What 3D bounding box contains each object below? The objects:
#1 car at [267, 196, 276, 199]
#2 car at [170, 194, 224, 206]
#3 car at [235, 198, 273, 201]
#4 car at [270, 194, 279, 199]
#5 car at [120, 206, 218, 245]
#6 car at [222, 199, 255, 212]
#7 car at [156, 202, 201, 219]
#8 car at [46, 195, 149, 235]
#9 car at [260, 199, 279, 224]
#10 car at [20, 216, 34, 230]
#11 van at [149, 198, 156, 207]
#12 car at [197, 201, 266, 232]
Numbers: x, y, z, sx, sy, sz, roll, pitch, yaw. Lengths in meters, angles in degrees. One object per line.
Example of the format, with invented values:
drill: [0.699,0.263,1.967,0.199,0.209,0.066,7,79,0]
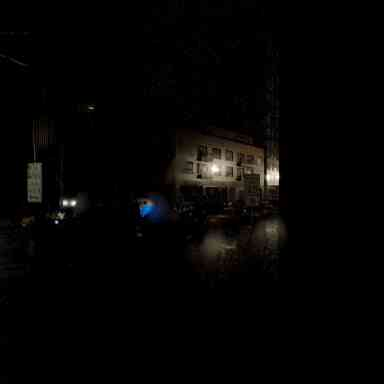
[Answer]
car: [8.835,1.544,43.502,1.947,1.339,4.313,0,0,36]
car: [0.683,1.216,27.885,2.150,2.045,5.566,0,0,36]
car: [6.751,1.590,36.234,1.895,1.301,4.718,0,0,36]
car: [12.165,1.288,48.091,2.192,1.841,5.009,0,0,36]
car: [-0.899,1.556,15.565,2.008,1.369,4.403,0,0,36]
car: [5.506,1.549,38.913,1.947,1.339,4.313,0,0,36]
car: [-1.152,1.572,29.736,1.802,1.307,4.206,0,0,36]
car: [-5.404,1.216,19.501,2.150,2.045,5.566,0,0,36]
car: [5.857,1.531,24.879,1.752,1.417,4.829,0,0,36]
car: [-7.910,1.514,20.419,1.752,1.417,4.829,0,0,36]
van: [-4.481,1.331,25.146,1.690,1.788,3.998,0,0,36]
car: [2.529,1.531,20.290,1.752,1.417,4.829,0,0,36]
